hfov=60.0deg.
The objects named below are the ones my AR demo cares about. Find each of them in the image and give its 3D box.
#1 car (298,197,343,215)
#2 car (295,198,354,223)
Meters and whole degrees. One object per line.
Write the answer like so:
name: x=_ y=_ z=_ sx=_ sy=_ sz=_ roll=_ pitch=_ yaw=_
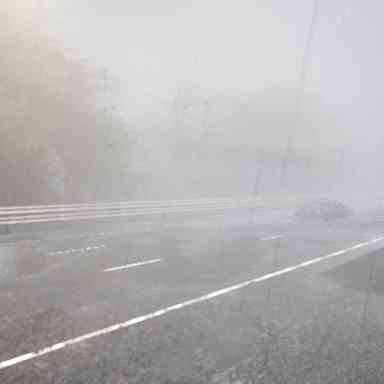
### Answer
car: x=11.440 y=1.170 z=29.422 sx=4.718 sy=1.301 sz=1.895 roll=-1 pitch=1 yaw=-44
car: x=8.883 y=1.214 z=22.139 sx=5.357 sy=1.411 sz=2.033 roll=-1 pitch=1 yaw=-44
